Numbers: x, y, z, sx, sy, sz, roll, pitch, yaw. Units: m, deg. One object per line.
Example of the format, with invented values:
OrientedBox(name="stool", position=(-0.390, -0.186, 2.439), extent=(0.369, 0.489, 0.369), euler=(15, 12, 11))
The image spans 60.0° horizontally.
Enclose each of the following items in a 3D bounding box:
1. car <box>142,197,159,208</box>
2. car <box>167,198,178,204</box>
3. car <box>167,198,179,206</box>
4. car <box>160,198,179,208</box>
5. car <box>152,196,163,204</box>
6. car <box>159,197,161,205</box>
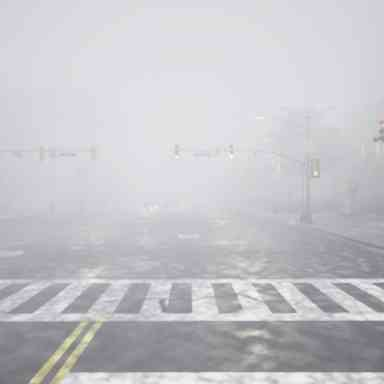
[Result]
OrientedBox(name="car", position=(-7.110, 1.842, 55.480), extent=(1.837, 1.490, 4.892), euler=(0, 0, 0))
OrientedBox(name="car", position=(-4.379, 2.011, 75.474), extent=(1.994, 1.385, 4.181), euler=(0, 0, -10))
OrientedBox(name="car", position=(-3.620, 1.945, 65.494), extent=(2.033, 1.411, 5.357), euler=(0, 0, 0))
OrientedBox(name="car", position=(-3.607, 1.884, 55.483), extent=(2.033, 1.411, 5.357), euler=(0, 0, 0))
OrientedBox(name="car", position=(-7.825, 1.809, 74.837), extent=(2.097, 1.767, 4.553), euler=(0, 0, -10))
OrientedBox(name="car", position=(-7.108, 1.885, 64.897), extent=(2.128, 1.511, 4.902), euler=(0, 0, 0))
